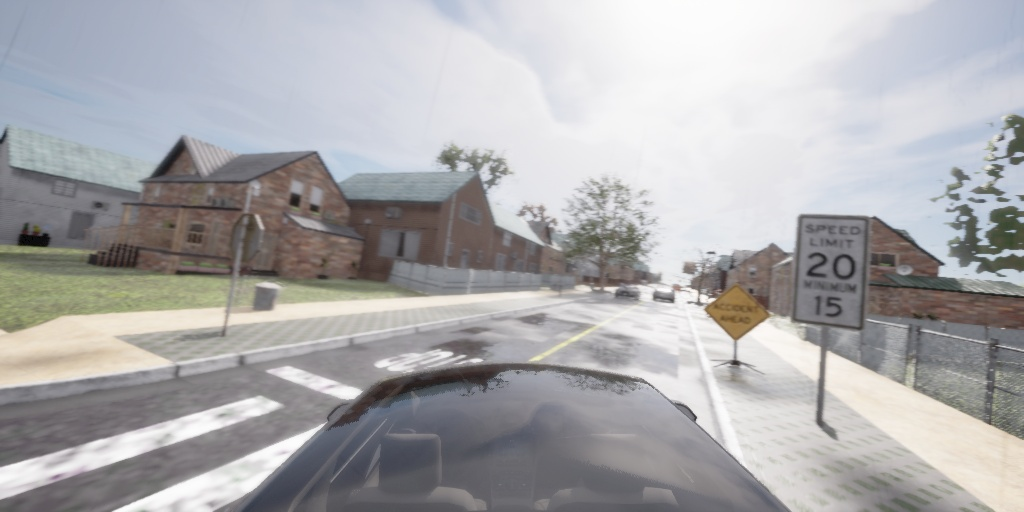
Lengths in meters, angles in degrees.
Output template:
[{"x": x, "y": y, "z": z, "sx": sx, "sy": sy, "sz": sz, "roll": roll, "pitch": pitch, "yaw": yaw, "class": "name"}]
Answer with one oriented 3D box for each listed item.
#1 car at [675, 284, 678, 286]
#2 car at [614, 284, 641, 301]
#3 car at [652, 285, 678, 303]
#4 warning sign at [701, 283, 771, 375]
[{"x": 19.688, "y": 4.556, "z": 45.646, "sx": 1.994, "sy": 1.385, "sz": 4.181, "roll": 5, "pitch": -2, "yaw": 25, "class": "car"}, {"x": 10.711, "y": 3.269, "z": 32.981, "sx": 1.994, "sy": 1.385, "sz": 4.181, "roll": 5, "pitch": -2, "yaw": 25, "class": "car"}, {"x": 15.214, "y": 3.825, "z": 35.889, "sx": 1.994, "sy": 1.385, "sz": 4.181, "roll": 5, "pitch": -2, "yaw": 25, "class": "car"}, {"x": 4.952, "y": 1.538, "z": 7.962, "sx": 1.300, "sy": 1.860, "sz": 1.060, "roll": 0, "pitch": 0, "yaw": 25, "class": "warning sign"}]
